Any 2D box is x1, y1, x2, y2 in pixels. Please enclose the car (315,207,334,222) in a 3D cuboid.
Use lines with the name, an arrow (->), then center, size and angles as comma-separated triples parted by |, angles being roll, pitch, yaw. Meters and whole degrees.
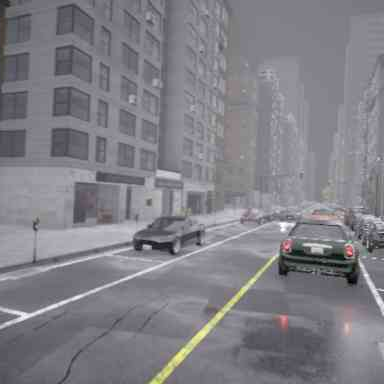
car -> 15.364, 2.573, 38.550 | 1.812, 1.442, 4.674 | 2, -1, 22

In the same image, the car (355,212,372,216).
car -> 11.291, 2.243, 21.054 | 2.008, 1.369, 4.403 | 2, -1, 22

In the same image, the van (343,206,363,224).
van -> 17.574, 2.456, 36.388 | 1.690, 1.788, 3.998 | 2, -1, 22

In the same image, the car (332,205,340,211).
car -> 37.967, 4.125, 87.656 | 1.802, 1.307, 4.206 | 2, -1, 21

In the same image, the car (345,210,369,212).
car -> 13.382, 2.399, 26.164 | 1.947, 1.339, 4.313 | 2, -1, 22

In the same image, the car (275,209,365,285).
car -> 4.160, 1.640, 10.888 | 2.097, 1.767, 4.553 | 2, -1, 22

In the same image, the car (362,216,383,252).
car -> 9.200, 2.102, 15.944 | 2.008, 1.369, 4.403 | 2, -1, 22

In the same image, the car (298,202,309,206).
car -> 30.024, 3.689, 90.725 | 1.967, 1.590, 4.097 | 2, -1, 21

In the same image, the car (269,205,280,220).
car -> 7.587, 2.249, 34.503 | 1.947, 1.339, 4.313 | 2, -1, 22

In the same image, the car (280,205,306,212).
car -> 10.142, 2.346, 33.901 | 1.994, 1.385, 4.181 | 2, -1, 23

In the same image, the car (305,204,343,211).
car -> 9.936, 2.030, 25.004 | 2.097, 1.767, 4.553 | 2, -1, 22

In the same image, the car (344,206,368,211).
car -> 15.484, 2.289, 31.278 | 2.192, 1.841, 5.009 | 2, -1, 22

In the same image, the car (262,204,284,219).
car -> 9.684, 2.265, 39.616 | 1.967, 1.590, 4.097 | 2, -1, 22

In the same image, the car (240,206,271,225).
car -> 5.495, 2.124, 29.391 | 1.802, 1.307, 4.206 | 2, -1, 22

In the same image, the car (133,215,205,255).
car -> -0.780, 1.685, 14.055 | 1.947, 1.339, 4.313 | 2, -1, 22
